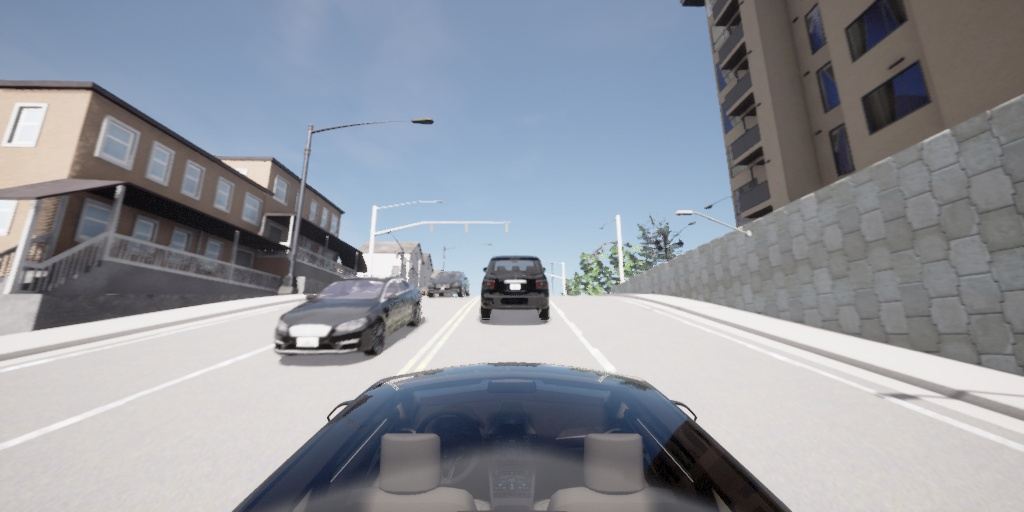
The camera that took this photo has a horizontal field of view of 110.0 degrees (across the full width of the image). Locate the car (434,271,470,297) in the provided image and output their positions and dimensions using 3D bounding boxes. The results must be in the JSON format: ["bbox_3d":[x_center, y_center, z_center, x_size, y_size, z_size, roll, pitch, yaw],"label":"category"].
[{"bbox_3d":[-3.571,1.629,20.958,1.837,1.490,4.892,0,-5,0],"label":"car"}]

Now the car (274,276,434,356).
[{"bbox_3d":[-3.575,1.256,8.742,2.128,1.511,4.902,0,0,0],"label":"car"}]

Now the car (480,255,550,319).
[{"bbox_3d":[0.094,0.999,13.041,2.150,2.045,5.566,0,0,0],"label":"car"}]
